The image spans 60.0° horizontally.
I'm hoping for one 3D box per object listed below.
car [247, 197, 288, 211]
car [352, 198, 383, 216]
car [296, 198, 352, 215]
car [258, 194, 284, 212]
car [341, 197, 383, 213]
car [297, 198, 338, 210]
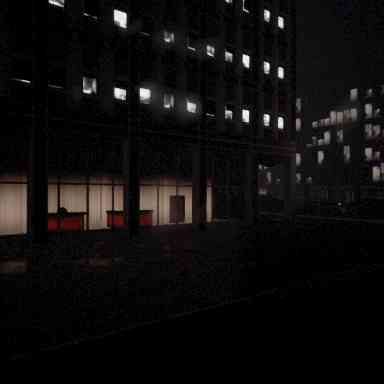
[{"bbox_3d":[8.999,1.373,40.001,1.812,1.442,4.674,0,0,-36],"label":"car"},{"bbox_3d":[16.504,1.399,29.838,1.882,1.535,5.008,0,0,-38],"label":"car"},{"bbox_3d":[12.008,1.415,31.351,1.752,1.417,4.829,1,0,-36],"label":"car"},{"bbox_3d":[8.560,1.171,36.074,2.192,1.841,5.009,1,0,-36],"label":"car"},{"bbox_3d":[18.858,1.360,36.620,1.967,1.590,4.097,1,0,-36],"label":"car"},{"bbox_3d":[15.459,1.438,41.170,2.008,1.369,4.403,1,0,-36],"label":"car"}]
